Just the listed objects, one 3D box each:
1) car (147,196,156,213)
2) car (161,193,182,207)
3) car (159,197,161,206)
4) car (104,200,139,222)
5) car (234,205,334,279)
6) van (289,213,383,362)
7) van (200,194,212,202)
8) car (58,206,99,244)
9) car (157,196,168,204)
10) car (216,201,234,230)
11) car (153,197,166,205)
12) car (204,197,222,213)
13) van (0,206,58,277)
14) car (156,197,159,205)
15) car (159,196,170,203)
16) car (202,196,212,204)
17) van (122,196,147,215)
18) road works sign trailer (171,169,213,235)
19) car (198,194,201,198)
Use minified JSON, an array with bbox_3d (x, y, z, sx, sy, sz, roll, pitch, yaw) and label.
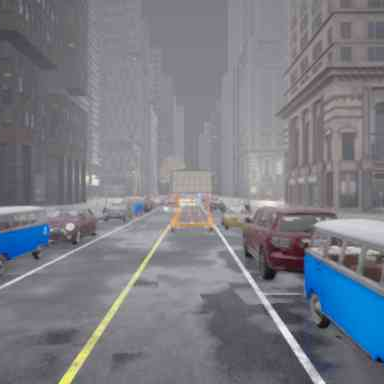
[{"bbox_3d":[-5.759,1.327,37.560,2.192,1.841,5.009,0,0,0],"label":"car"},{"bbox_3d":[-3.058,1.369,51.039,2.097,1.767,4.553,0,0,0],"label":"car"},{"bbox_3d":[-5.760,1.544,53.966,1.752,1.417,4.829,0,0,0],"label":"car"},{"bbox_3d":[-5.760,1.559,26.509,2.008,1.369,4.403,0,0,0],"label":"car"},{"bbox_3d":[2.772,1.317,9.918,2.192,1.841,5.009,0,0,0],"label":"car"},{"bbox_3d":[2.770,1.342,4.393,1.690,1.788,3.998,0,0,0],"label":"van"},{"bbox_3d":[2.792,1.362,59.642,1.690,1.788,3.998,0,0,0],"label":"van"},{"bbox_3d":[-5.760,1.444,15.457,1.967,1.590,4.097,0,0,0],"label":"car"},{"bbox_3d":[-5.759,1.568,65.187,1.887,1.381,4.507,0,0,0],"label":"car"},{"bbox_3d":[2.776,1.531,21.137,1.752,1.417,4.829,0,0,0],"label":"car"},{"bbox_3d":[-5.760,1.566,59.661,1.887,1.381,4.507,0,0,0],"label":"car"},{"bbox_3d":[2.782,1.563,37.542,2.008,1.369,4.403,0,0,0],"label":"car"},{"bbox_3d":[-5.760,1.344,9.933,1.690,1.788,3.998,0,0,0],"label":"van"},{"bbox_3d":[-5.760,1.559,43.085,1.887,1.381,4.507,0,0,0],"label":"car"},{"bbox_3d":[-5.759,1.571,70.712,1.887,1.381,4.507,0,0,0],"label":"car"},{"bbox_3d":[2.787,1.598,48.592,1.802,1.307,4.206,0,0,0],"label":"car"},{"bbox_3d":[-5.759,1.351,32.034,1.690,1.788,3.998,0,0,0],"label":"van"},{"bbox_3d":[0.005,0.470,19.006,2.380,3.560,2.880,0,0,0],"label":"road works sign trailer"},{"bbox_3d":[2.796,1.571,70.692,1.887,1.381,4.507,0,0,0],"label":"car"}]
